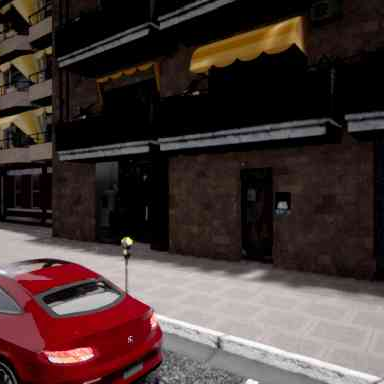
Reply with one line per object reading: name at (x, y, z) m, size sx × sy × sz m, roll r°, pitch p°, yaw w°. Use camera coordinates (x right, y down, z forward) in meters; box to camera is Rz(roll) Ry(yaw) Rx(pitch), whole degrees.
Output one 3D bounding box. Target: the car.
car at (-2.267, 1.583, 4.491) m, size 4.206 × 1.307 × 1.802 m, roll 0°, pitch 0°, yaw 35°
